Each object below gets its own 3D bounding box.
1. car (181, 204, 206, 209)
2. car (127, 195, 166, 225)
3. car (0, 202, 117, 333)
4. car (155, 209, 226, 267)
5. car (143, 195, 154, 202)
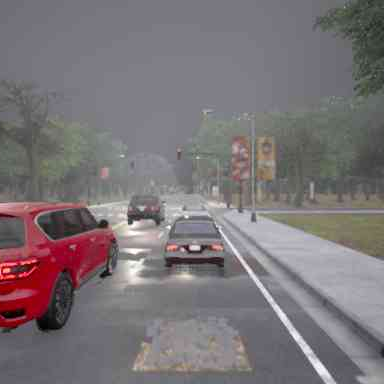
[{"bbox_3d":[0.102,1.564,24.408,1.895,1.301,4.718,0,0,-2],"label":"car"},{"bbox_3d":[-3.147,1.187,23.565,2.150,2.045,5.566,0,0,0],"label":"car"},{"bbox_3d":[-3.149,1.208,6.964,2.150,2.045,5.566,0,0,0],"label":"car"},{"bbox_3d":[0.088,1.528,11.329,2.033,1.411,5.357,0,0,0],"label":"car"},{"bbox_3d":[-9.738,1.450,75.033,1.812,1.442,4.674,0,0,0],"label":"car"}]
